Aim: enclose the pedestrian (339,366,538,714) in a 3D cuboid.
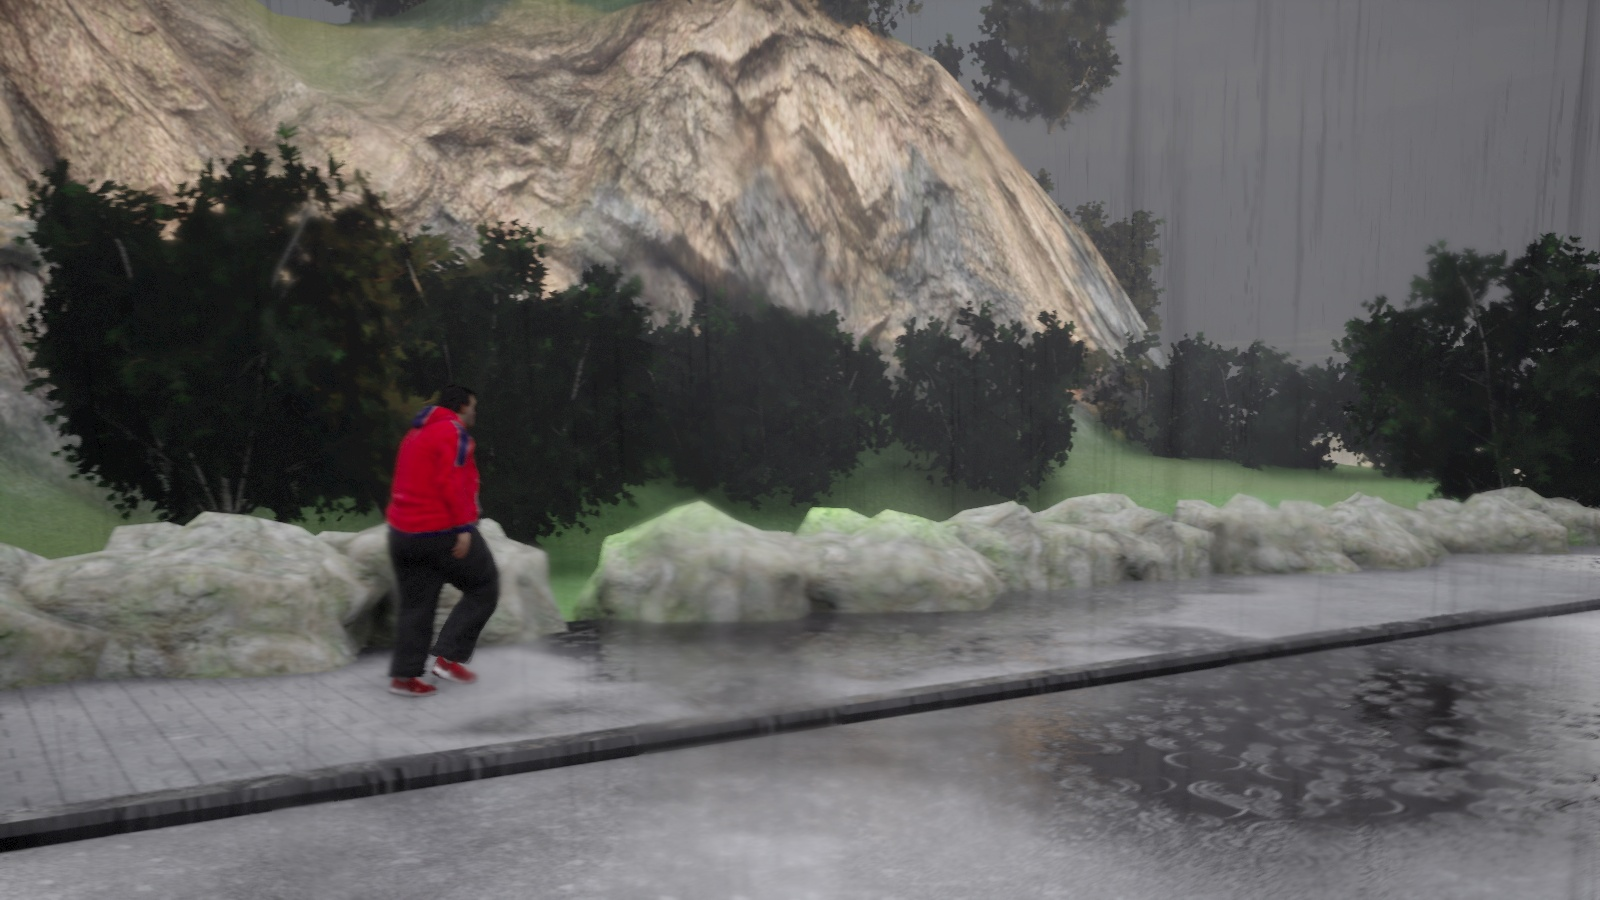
[{"bbox_3d":[-2.066,0.477,7.196,0.899,1.844,0.634,0,0,-43],"label":"pedestrian"}]
